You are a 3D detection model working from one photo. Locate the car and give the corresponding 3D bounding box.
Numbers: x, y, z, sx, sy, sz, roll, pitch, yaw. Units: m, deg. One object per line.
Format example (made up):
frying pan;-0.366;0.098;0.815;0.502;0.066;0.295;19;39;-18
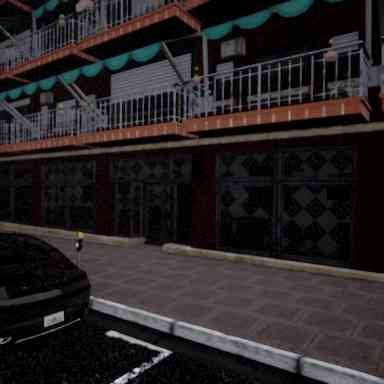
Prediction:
car;-3.877;1.502;5.980;4.892;1.490;1.837;0;0;35
